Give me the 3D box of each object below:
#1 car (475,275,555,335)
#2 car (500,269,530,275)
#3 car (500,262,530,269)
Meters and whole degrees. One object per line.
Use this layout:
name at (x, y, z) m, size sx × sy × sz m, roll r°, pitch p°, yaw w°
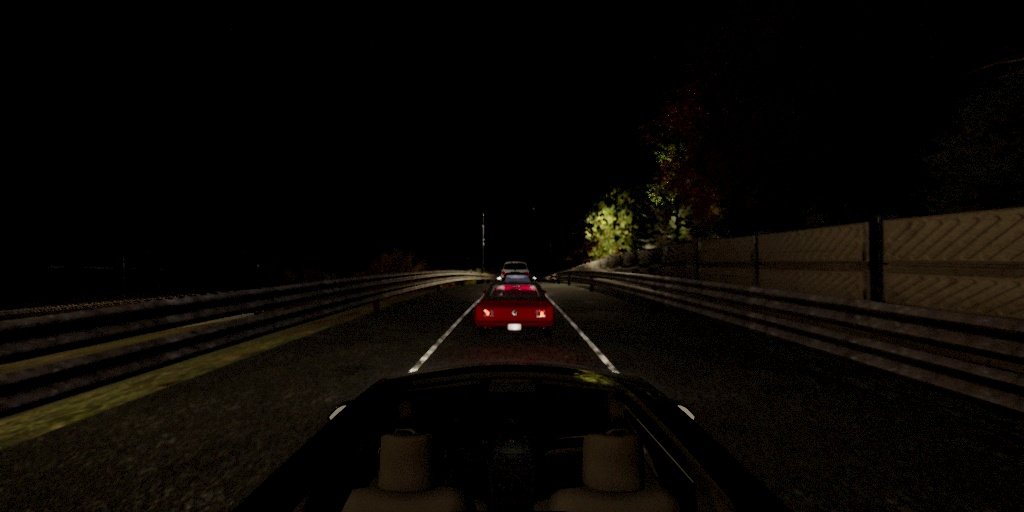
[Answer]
car at (0.079, 1.384, 10.518) m, size 1.895 × 1.301 × 4.718 m, roll 0°, pitch -1°, yaw 0°
car at (0.233, 1.461, 17.060) m, size 1.994 × 1.385 × 4.181 m, roll 0°, pitch -1°, yaw 0°
car at (0.261, 1.495, 28.130) m, size 2.150 × 2.045 × 5.566 m, roll 0°, pitch -2°, yaw 1°
